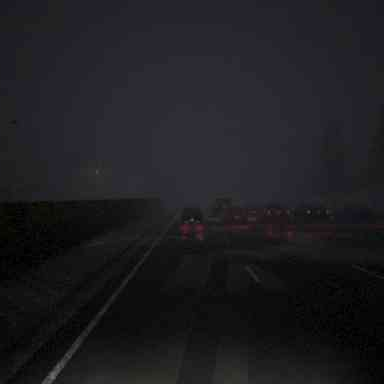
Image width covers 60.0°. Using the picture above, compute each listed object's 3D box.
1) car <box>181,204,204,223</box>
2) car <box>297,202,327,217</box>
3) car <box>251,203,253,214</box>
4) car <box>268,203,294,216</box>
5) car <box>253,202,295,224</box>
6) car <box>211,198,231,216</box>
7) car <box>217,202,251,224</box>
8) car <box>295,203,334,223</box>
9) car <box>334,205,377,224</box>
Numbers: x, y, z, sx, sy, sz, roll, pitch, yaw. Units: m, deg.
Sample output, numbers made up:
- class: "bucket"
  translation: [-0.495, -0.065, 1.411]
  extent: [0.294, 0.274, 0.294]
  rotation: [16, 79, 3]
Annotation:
- class: "car"
  translation: [0.007, 1.987, 29.044]
  extent: [1.895, 1.301, 4.718]
  rotation: [0, -1, 0]
- class: "car"
  translation: [14.018, 2.029, 39.200]
  extent: [1.837, 1.490, 4.892]
  rotation: [0, 0, 0]
- class: "car"
  translation: [7.022, 2.019, 39.546]
  extent: [2.128, 1.511, 4.902]
  rotation: [0, -1, 0]
- class: "car"
  translation: [10.523, 2.092, 39.672]
  extent: [1.994, 1.385, 4.181]
  rotation: [0, -1, 0]
- class: "car"
  translation: [7.008, 1.738, 29.004]
  extent: [2.097, 1.767, 4.553]
  rotation: [0, -1, 0]
- class: "car"
  translation: [3.514, 1.739, 38.795]
  extent: [2.150, 2.045, 5.566]
  rotation: [0, -1, 0]
- class: "car"
  translation: [3.507, 1.858, 28.553]
  extent: [1.882, 1.535, 5.008]
  rotation: [0, -1, 0]
- class: "car"
  translation: [10.507, 1.749, 29.739]
  extent: [2.097, 1.767, 4.553]
  rotation: [0, -1, 0]
- class: "car"
  translation: [14.007, 1.864, 28.966]
  extent: [1.882, 1.535, 5.008]
  rotation: [0, -1, 0]
